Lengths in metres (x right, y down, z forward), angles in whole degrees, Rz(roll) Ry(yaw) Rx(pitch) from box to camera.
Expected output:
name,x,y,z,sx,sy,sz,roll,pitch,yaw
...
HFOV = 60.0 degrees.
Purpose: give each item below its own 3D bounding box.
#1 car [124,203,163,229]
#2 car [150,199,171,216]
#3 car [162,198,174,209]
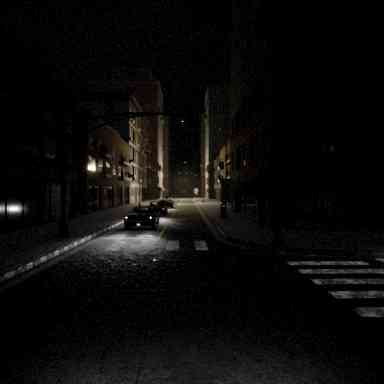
name,x,y,z,sx,sy,sz,roll,pitch,yaw
car,-3.180,1.596,21.741,1.895,1.301,4.718,0,0,-1
car,-3.331,1.591,31.890,1.895,1.301,4.718,0,0,-1
car,-3.491,1.543,44.946,1.994,1.385,4.181,0,0,0
